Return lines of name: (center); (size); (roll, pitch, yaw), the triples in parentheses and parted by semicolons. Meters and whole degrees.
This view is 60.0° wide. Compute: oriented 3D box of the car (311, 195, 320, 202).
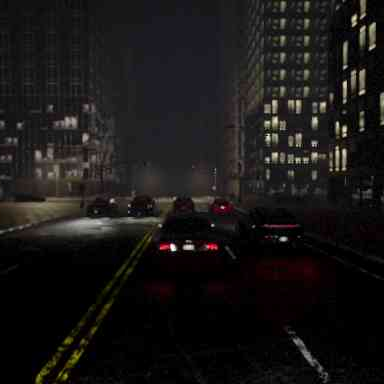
car: (20.107, 0.998, 58.901); (4.829, 1.417, 1.752); (0, 1, -1)

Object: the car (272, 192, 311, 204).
car: (14.753, 0.971, 50.447); (5.009, 1.841, 2.192); (0, 1, -1)

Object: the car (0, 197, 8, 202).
car: (-29.858, 0.921, 49.753); (4.206, 1.307, 1.802); (0, 1, -1)

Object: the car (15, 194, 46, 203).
car: (-24.172, 0.947, 49.793); (4.313, 1.339, 1.947); (0, 1, -1)

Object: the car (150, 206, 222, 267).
car: (-0.159, 1.434, 10.990); (2.033, 1.411, 5.357); (0, 1, -2)

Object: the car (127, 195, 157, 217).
car: (-4.106, 1.066, 27.722); (2.097, 1.767, 4.553); (0, 1, -2)

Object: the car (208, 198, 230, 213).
car: (2.522, 1.244, 29.877); (1.994, 1.385, 4.181); (0, 1, -2)

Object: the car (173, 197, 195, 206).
car: (-0.753, 1.155, 30.650); (1.882, 1.535, 5.008); (0, 1, -2)

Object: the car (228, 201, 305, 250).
car: (3.004, 1.345, 13.579); (2.128, 1.511, 4.902); (0, 1, -2)

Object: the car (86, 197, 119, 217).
car: (-7.357, 1.214, 27.686); (2.128, 1.511, 4.902); (0, 0, -2)
